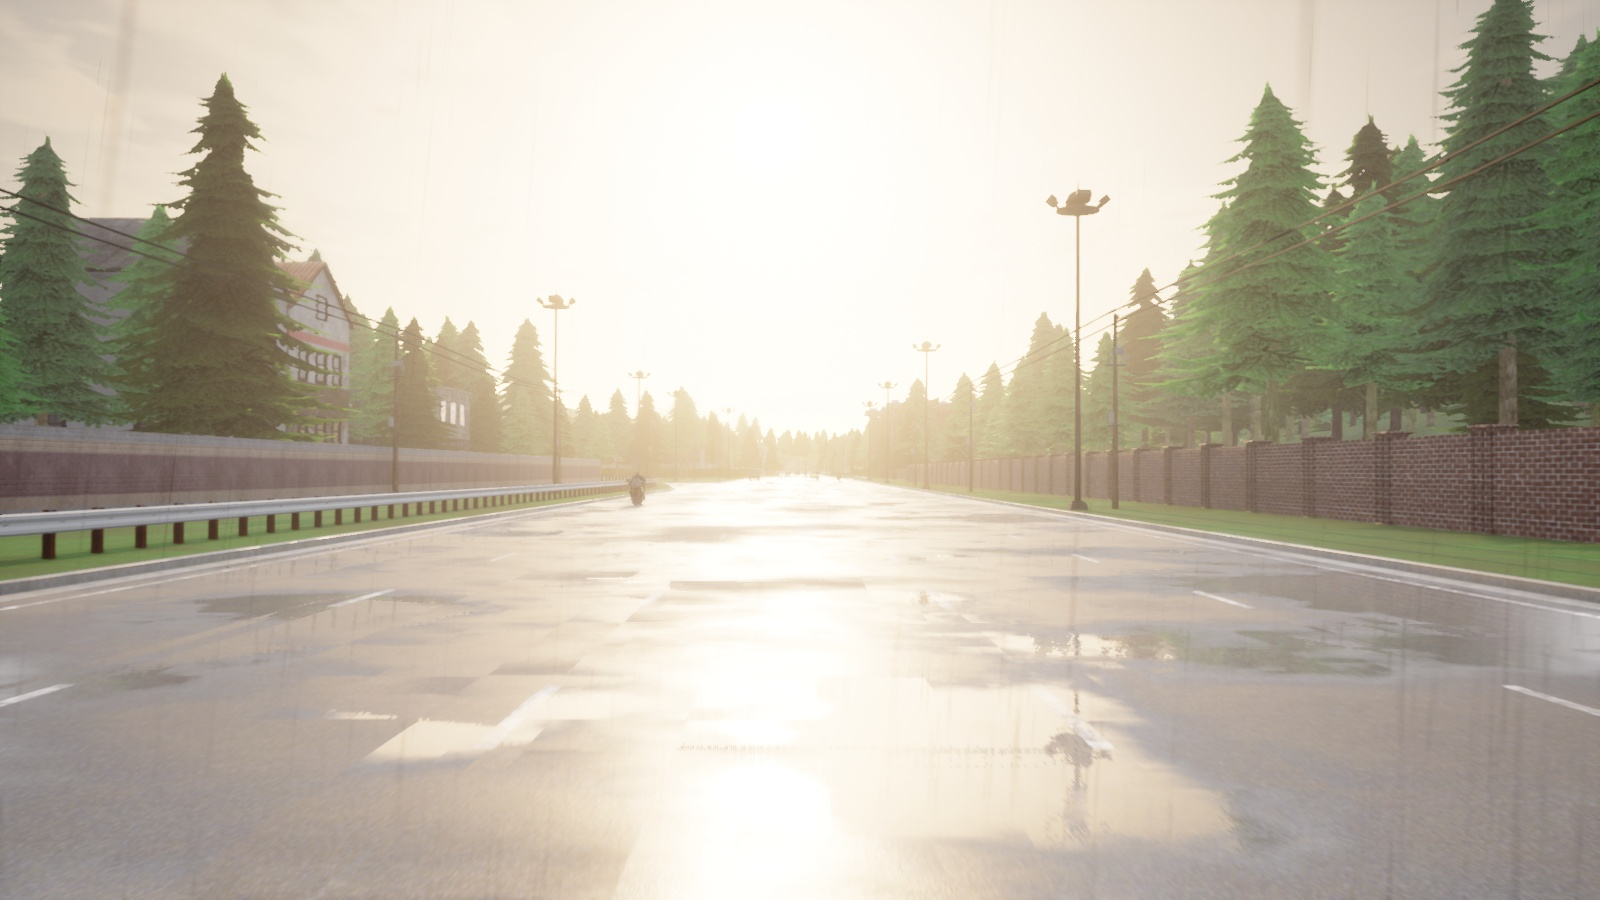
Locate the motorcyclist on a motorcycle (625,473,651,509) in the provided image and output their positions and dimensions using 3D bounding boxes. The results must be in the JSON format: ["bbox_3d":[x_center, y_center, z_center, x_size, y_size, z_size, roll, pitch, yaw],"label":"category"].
[{"bbox_3d":[-7.133,1.805,55.363,0.866,1.530,2.191,0,-1,0],"label":"motorcyclist on a motorcycle"}]
